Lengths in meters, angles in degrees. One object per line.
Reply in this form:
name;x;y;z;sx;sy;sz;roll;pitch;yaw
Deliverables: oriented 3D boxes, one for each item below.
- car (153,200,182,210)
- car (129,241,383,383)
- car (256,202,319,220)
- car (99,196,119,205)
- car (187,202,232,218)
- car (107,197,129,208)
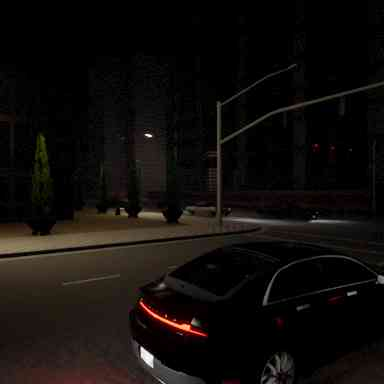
car;-3.214;1.656;43.921;1.895;1.301;4.718;0;0;-36
car;1.506;1.505;4.930;4.892;1.490;1.837;0;0;-35
car;8.098;1.603;28.819;2.033;1.411;5.357;0;0;-41
car;-15.175;1.584;60.591;1.837;1.490;4.892;0;0;-36
car;1.560;1.656;31.363;1.895;1.301;4.718;0;0;-36
car;-10.811;1.619;48.460;1.994;1.385;4.181;0;0;-36
